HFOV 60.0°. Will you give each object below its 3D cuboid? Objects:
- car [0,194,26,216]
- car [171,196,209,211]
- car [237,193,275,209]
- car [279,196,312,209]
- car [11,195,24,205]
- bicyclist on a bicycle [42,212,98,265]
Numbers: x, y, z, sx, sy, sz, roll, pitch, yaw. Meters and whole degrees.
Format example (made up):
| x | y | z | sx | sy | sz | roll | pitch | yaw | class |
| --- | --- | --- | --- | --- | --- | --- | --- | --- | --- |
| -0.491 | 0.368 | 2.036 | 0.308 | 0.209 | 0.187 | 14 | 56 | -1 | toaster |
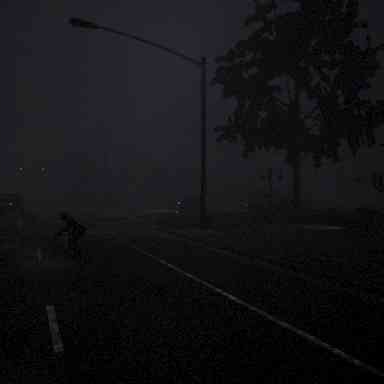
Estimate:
| x | y | z | sx | sy | sz | roll | pitch | yaw | class |
| --- | --- | --- | --- | --- | --- | --- | --- | --- | --- |
| -17.753 | 1.206 | 32.818 | 2.150 | 2.045 | 5.566 | 0 | 0 | -27 | car |
| -0.276 | 1.353 | 41.389 | 4.553 | 1.767 | 2.097 | 0 | 0 | -28 | car |
| 9.024 | 1.220 | 46.327 | 5.566 | 2.045 | 2.150 | 0 | 0 | -27 | car |
| 14.044 | 1.352 | 44.832 | 4.553 | 1.767 | 2.097 | 0 | 0 | -28 | car |
| -29.304 | 1.350 | 55.980 | 1.812 | 1.442 | 4.674 | 0 | 1 | -27 | car |
| -3.806 | 1.455 | 10.409 | 1.656 | 1.620 | 0.582 | -2 | 1 | -19 | bicyclist on a bicycle |
